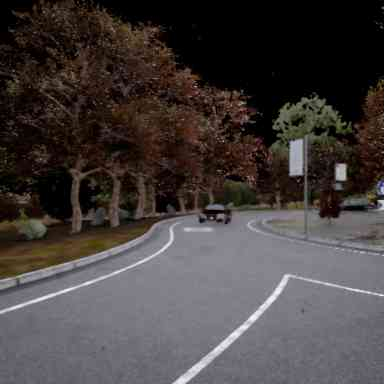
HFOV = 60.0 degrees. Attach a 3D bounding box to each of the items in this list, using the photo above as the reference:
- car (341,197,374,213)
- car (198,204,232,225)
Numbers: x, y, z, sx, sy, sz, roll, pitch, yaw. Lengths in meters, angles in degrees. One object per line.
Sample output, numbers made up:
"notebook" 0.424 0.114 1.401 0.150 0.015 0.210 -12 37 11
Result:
"car" 17.754 1.403 37.291 4.553 1.767 2.097 -1 0 3
"car" 1.752 1.581 24.291 1.994 1.385 4.181 0 0 13
